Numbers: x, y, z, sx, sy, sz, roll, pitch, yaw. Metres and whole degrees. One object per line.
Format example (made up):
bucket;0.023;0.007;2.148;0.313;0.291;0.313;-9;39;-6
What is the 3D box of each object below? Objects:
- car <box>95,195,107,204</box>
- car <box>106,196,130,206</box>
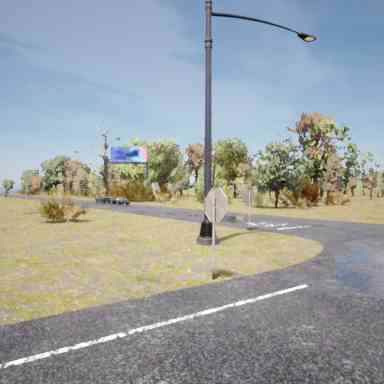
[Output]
car;-16.342;1.395;60.899;1.837;1.490;4.892;0;0;-34
car;-11.808;1.506;54.185;1.895;1.301;4.718;0;0;-33
